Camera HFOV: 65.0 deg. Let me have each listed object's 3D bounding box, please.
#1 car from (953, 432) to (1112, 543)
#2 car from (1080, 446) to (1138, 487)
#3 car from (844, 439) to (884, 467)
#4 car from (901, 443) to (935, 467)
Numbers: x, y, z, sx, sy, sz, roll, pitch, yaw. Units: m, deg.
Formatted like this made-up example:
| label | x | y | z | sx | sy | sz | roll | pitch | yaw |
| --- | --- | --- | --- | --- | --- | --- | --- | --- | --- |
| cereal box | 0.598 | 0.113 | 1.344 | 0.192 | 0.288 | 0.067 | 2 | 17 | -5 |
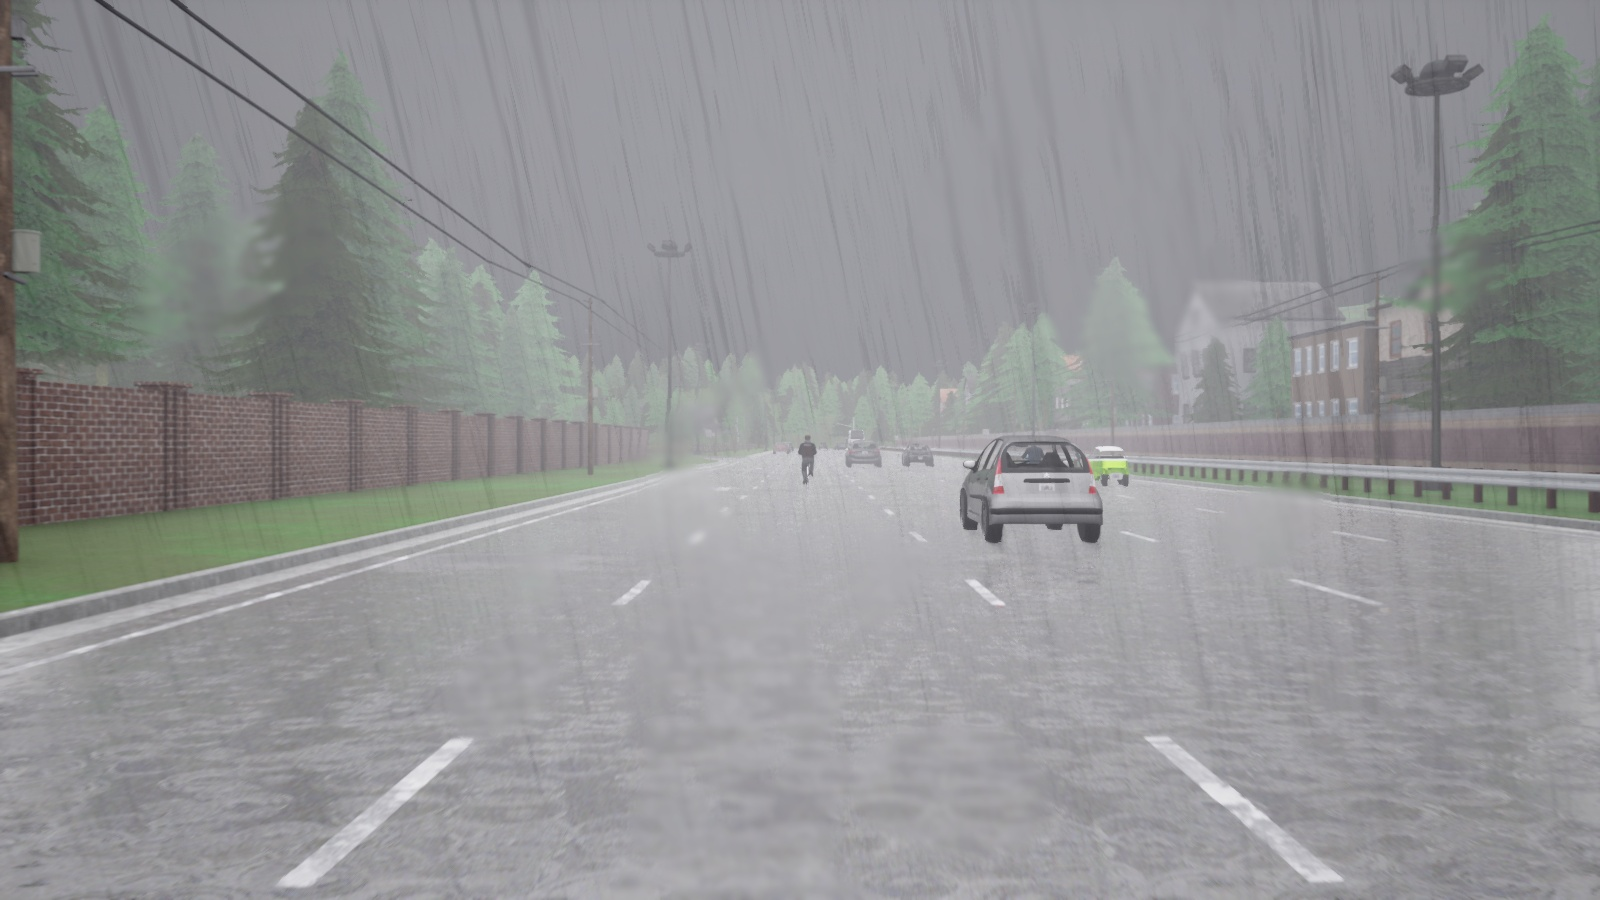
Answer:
| label | x | y | z | sx | sy | sz | roll | pitch | yaw |
| --- | --- | --- | --- | --- | --- | --- | --- | --- | --- |
| car | 3.631 | 0.533 | 20.324 | 1.851 | 1.617 | 3.988 | 0 | 0 | 0 |
| car | 10.766 | 0.563 | 43.839 | 1.481 | 1.376 | 2.207 | 0 | 1 | 0 |
| car | 3.963 | 0.153 | 78.302 | 2.242 | 1.667 | 4.611 | 0 | 0 | 0 |
| car | 7.472 | 0.316 | 79.926 | 1.816 | 1.474 | 4.193 | 0 | 0 | 0 |
